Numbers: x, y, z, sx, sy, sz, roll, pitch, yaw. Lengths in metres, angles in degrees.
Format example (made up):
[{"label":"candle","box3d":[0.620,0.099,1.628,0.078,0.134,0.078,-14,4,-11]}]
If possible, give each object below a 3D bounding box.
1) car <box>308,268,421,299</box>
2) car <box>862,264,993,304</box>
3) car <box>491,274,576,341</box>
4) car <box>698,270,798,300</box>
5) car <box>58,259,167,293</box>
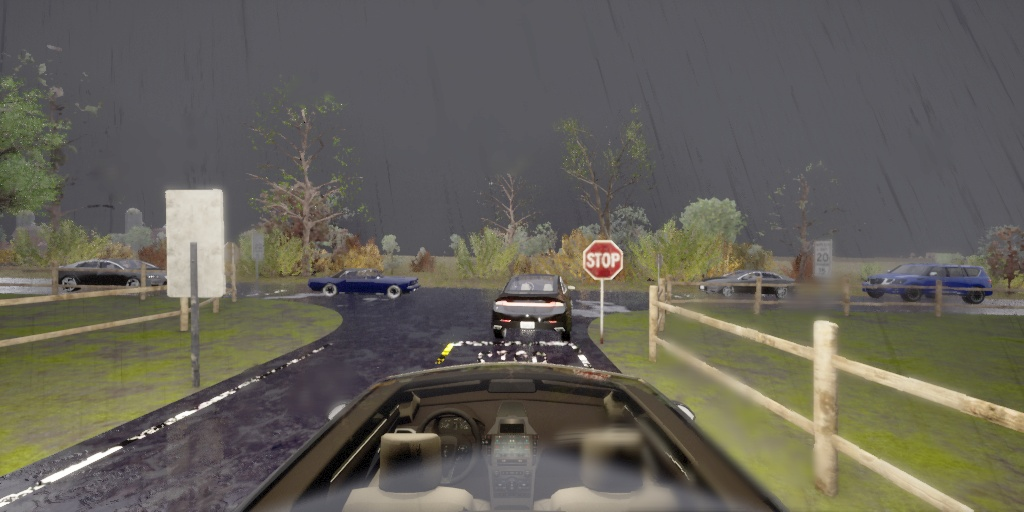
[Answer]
[{"label":"car","box3d":[-6.815,1.249,16.969,4.718,1.301,1.895,1,1,0]},{"label":"car","box3d":[22.907,1.467,19.873,5.566,2.045,2.150,1,1,0]},{"label":"car","box3d":[0.710,1.240,9.934,2.128,1.511,4.902,0,0,9]},{"label":"car","box3d":[13.012,1.526,19.888,4.902,1.511,2.128,1,1,0]},{"label":"car","box3d":[-18.483,0.886,16.990,4.902,1.511,2.128,1,1,0]}]
